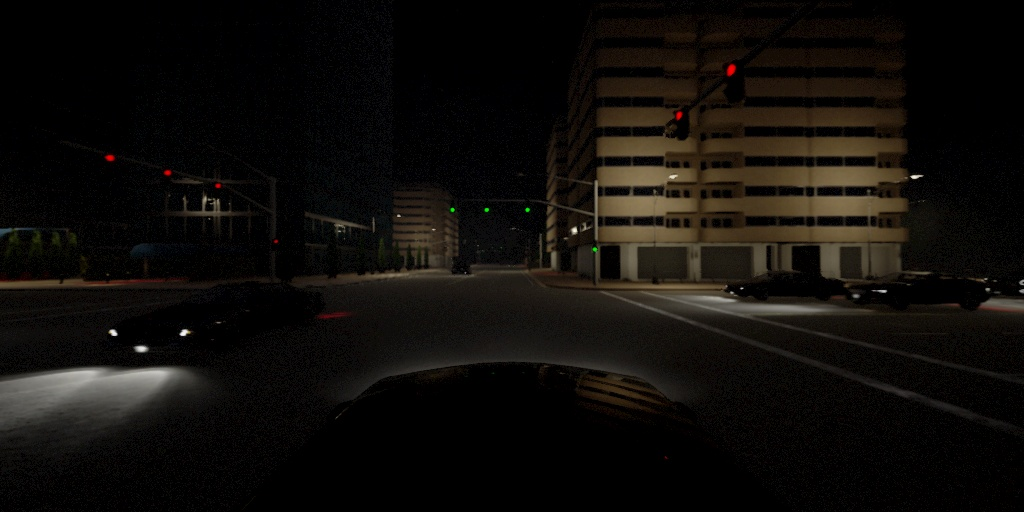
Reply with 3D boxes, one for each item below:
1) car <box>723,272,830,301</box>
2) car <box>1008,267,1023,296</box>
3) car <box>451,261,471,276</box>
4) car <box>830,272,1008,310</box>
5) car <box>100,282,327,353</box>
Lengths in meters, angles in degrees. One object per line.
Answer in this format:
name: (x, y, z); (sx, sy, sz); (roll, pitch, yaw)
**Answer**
car: (14.101, 1.524, 18.593); (5.357, 1.411, 2.033); (0, -1, 2)
car: (27.577, 1.332, 18.750); (4.553, 1.767, 2.097); (0, -1, 0)
car: (-7.009, 1.728, 49.750); (2.150, 2.045, 5.566); (0, 1, 0)
car: (16.952, 1.421, 15.157); (4.902, 1.511, 2.128); (0, -1, -1)
car: (-7.007, 1.414, 9.446); (2.033, 1.411, 5.357); (0, -1, 0)
